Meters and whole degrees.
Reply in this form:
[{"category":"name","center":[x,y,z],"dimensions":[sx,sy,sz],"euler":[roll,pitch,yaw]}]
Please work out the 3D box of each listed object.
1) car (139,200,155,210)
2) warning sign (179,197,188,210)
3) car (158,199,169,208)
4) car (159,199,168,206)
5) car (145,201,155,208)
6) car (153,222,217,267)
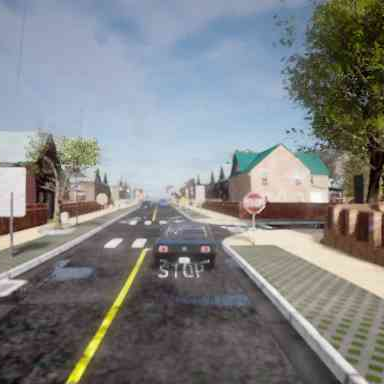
[{"category":"car","center":[-7.023,2.036,51.386],"dimensions":[1.837,1.490,4.892],"euler":[0,-1,-5]},{"category":"warning sign","center":[-1.205,1.582,46.762],"dimensions":[1.300,1.860,1.060],"euler":[-1,-1,-6]},{"category":"car","center":[-5.325,2.257,63.351],"dimensions":[2.033,1.411,5.357],"euler":[0,-1,-5]},{"category":"car","center":[-6.419,2.259,73.970],"dimensions":[1.882,1.535,5.008],"euler":[0,-1,-6]},{"category":"car","center":[-8.512,2.446,67.175],"dimensions":[1.895,1.301,4.718],"euler":[0,-1,-6]},{"category":"car","center":[-0.144,1.694,11.780],"dimensions":[1.895,1.301,4.718],"euler":[0,0,2]}]
